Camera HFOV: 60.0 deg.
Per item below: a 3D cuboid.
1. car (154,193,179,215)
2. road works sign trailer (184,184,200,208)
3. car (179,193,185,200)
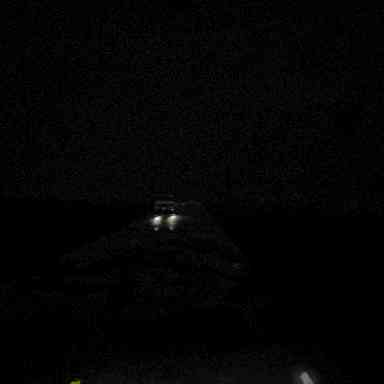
[{"bbox_3d":[-2.851,1.332,36.452,2.150,2.045,5.566,0,0,0],"label":"car"},{"bbox_3d":[-0.027,0.639,50.890,2.380,3.560,2.880,0,0,0],"label":"road works sign trailer"},{"bbox_3d":[-2.764,1.315,78.583,2.150,2.045,5.566,0,-1,0],"label":"car"}]
